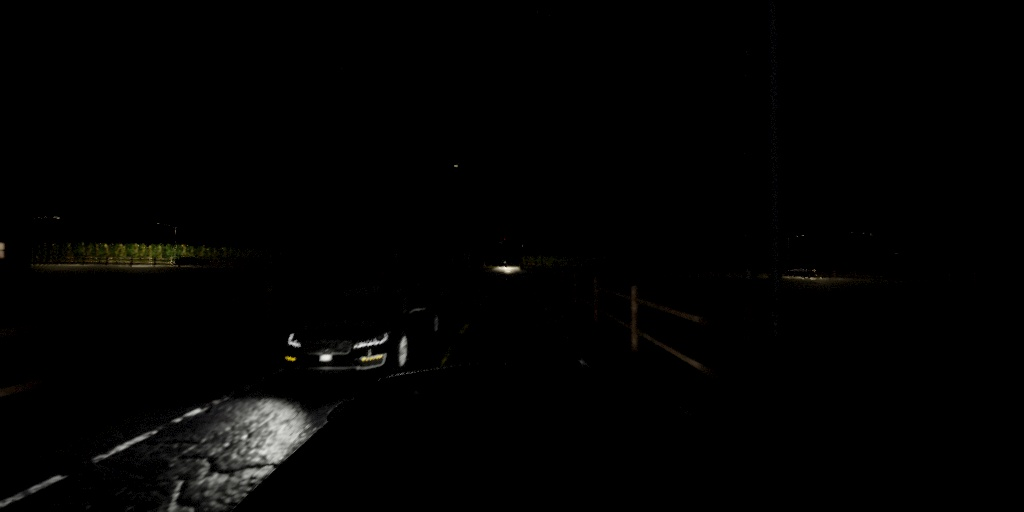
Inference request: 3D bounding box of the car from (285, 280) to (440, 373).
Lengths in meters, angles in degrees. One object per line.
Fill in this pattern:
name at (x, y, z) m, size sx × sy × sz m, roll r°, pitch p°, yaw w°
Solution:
car at (-2.850, 1.332, 7.918) m, size 1.837 × 1.490 × 4.892 m, roll 0°, pitch -1°, yaw 0°
